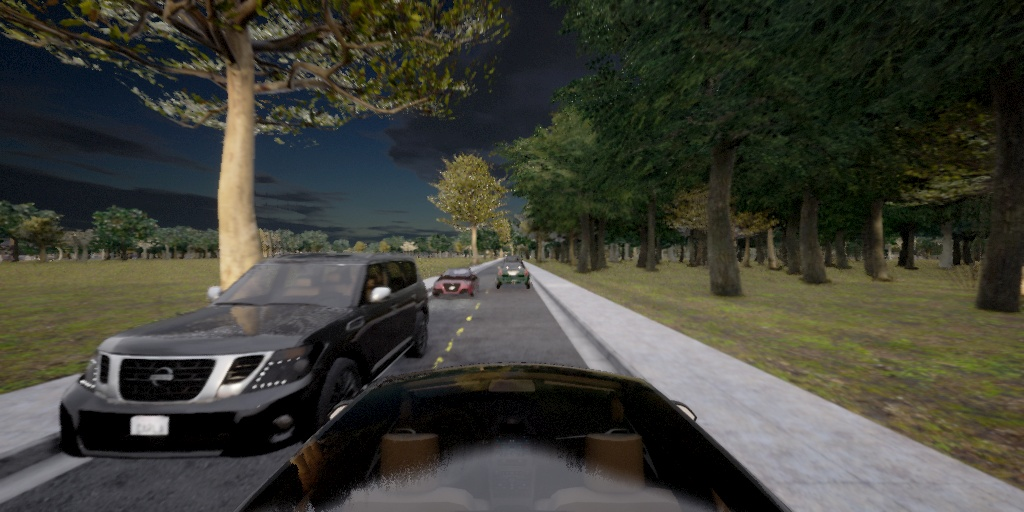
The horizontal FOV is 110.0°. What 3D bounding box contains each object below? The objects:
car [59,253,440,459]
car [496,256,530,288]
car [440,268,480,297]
[{"bbox_3d":[-2.836,0.969,5.582,2.150,2.045,5.566,0,0,0],"label":"car"},{"bbox_3d":[0.088,1.090,23.610,2.097,1.767,4.553,0,0,0],"label":"car"},{"bbox_3d":[-2.797,1.308,18.751,1.994,1.385,4.181,0,0,0],"label":"car"}]
